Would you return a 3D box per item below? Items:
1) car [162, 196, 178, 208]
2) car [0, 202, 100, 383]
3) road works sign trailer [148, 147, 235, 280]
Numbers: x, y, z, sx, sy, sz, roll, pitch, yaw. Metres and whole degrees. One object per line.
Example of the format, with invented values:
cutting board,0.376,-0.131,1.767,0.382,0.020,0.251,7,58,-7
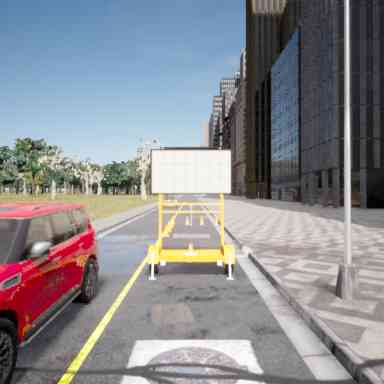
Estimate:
car,-3.194,1.368,48.092,2.097,1.767,4.553,0,0,0
car,-3.109,1.222,5.233,2.150,2.045,5.566,0,0,0
road works sign trailer,-0.020,0.466,9.933,2.380,3.560,2.880,0,0,0
